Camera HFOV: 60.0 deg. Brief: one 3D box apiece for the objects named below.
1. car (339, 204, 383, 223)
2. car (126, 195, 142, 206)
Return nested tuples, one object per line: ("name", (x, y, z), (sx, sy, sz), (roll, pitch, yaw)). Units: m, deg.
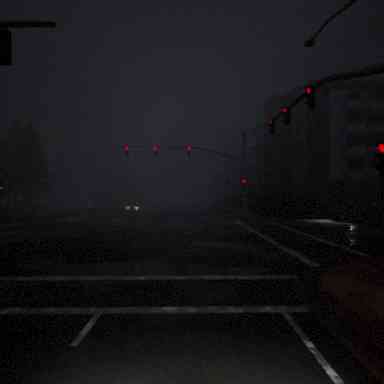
("car", (14.063, 1.672, 26.418), (4.674, 1.442, 1.812), (-1, -1, -9))
("car", (-10.516, 1.551, 61.004), (2.150, 2.045, 5.566), (0, -1, 0))
